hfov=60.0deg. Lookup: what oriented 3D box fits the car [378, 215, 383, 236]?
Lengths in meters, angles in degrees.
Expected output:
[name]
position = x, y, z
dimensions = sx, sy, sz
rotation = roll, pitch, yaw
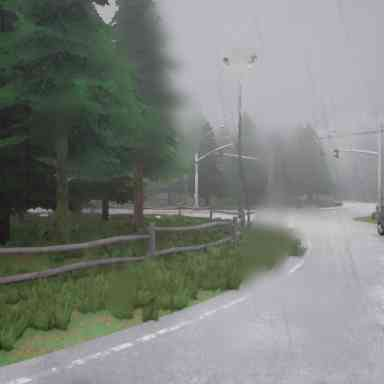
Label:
[car]
position = 10.266, 1.352, 15.402
dimensions = 2.097, 1.767, 4.553
rotation = 0, 0, 15
